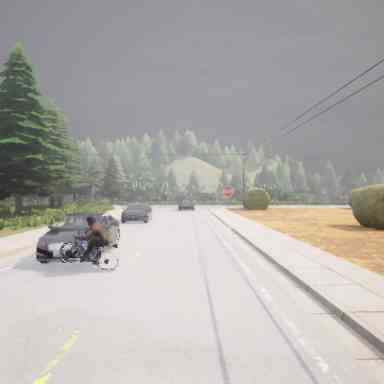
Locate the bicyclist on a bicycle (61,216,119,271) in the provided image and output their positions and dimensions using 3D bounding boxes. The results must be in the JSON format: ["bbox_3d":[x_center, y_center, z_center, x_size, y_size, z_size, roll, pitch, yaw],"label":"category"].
[{"bbox_3d":[-2.728,1.403,9.114,1.656,1.620,0.582,16,23,-5],"label":"bicyclist on a bicycle"}]

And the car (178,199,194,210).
[{"bbox_3d":[-0.746,1.564,42.173,1.994,1.385,4.181,0,0,-2],"label":"car"}]

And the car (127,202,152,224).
[{"bbox_3d":[-4.064,1.506,24.967,1.837,1.490,4.892,0,0,-1],"label":"car"}]

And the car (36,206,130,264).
[{"bbox_3d":[-3.812,1.491,11.905,2.128,1.511,4.902,0,0,-1],"label":"car"}]
